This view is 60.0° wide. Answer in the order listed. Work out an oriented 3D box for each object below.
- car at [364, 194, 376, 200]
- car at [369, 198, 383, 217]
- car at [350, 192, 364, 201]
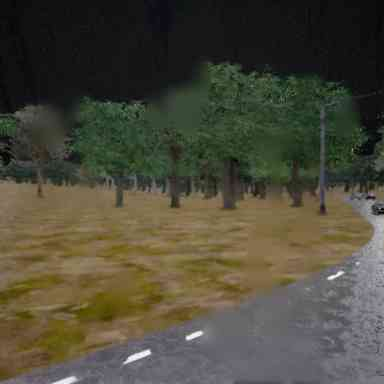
[{"bbox_3d":[42.903,1.148,79.895,1.882,1.535,5.008,0,0,23],"label":"car"},{"bbox_3d":[17.035,1.438,29.211,1.895,1.301,4.718,0,0,23],"label":"car"},{"bbox_3d":[33.641,1.022,68.350,1.837,1.490,4.892,0,0,23],"label":"car"}]
